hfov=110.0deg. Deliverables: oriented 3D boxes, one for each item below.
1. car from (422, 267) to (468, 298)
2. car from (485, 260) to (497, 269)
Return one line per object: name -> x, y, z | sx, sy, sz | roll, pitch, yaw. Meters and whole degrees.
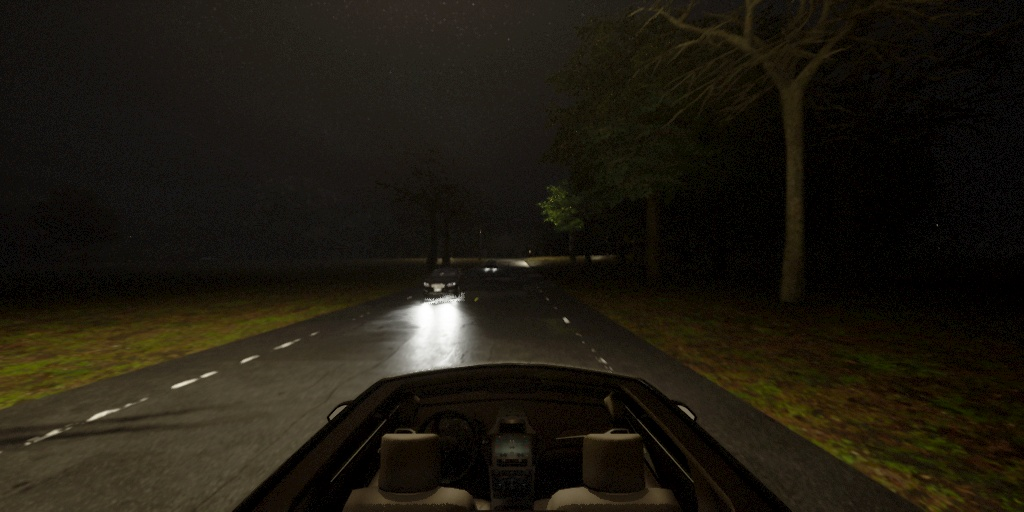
car -> -3.586, 1.378, 19.794 | 2.128, 1.511, 4.902 | 0, 0, 0
car -> -3.498, 1.339, 60.206 | 2.033, 1.411, 5.357 | 0, 1, 1
